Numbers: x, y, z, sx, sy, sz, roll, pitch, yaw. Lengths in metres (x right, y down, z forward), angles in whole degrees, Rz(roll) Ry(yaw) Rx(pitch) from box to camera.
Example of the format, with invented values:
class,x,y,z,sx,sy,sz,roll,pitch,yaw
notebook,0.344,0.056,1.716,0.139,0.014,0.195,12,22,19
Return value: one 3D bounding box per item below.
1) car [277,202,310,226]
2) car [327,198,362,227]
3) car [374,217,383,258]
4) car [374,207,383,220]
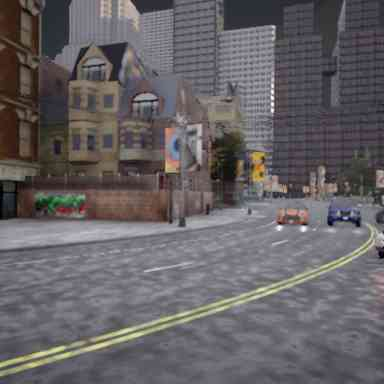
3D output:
class,x,y,z,sx,sy,sz,roll,pitch,yaw
car,8.082,1.613,26.186,2.097,1.767,4.553,0,0,24
car,11.739,1.510,25.740,2.150,2.045,5.566,0,-1,22
car,8.356,1.758,12.643,1.895,1.301,4.718,0,-1,37
car,15.445,1.856,25.579,2.033,1.411,5.357,0,0,20
